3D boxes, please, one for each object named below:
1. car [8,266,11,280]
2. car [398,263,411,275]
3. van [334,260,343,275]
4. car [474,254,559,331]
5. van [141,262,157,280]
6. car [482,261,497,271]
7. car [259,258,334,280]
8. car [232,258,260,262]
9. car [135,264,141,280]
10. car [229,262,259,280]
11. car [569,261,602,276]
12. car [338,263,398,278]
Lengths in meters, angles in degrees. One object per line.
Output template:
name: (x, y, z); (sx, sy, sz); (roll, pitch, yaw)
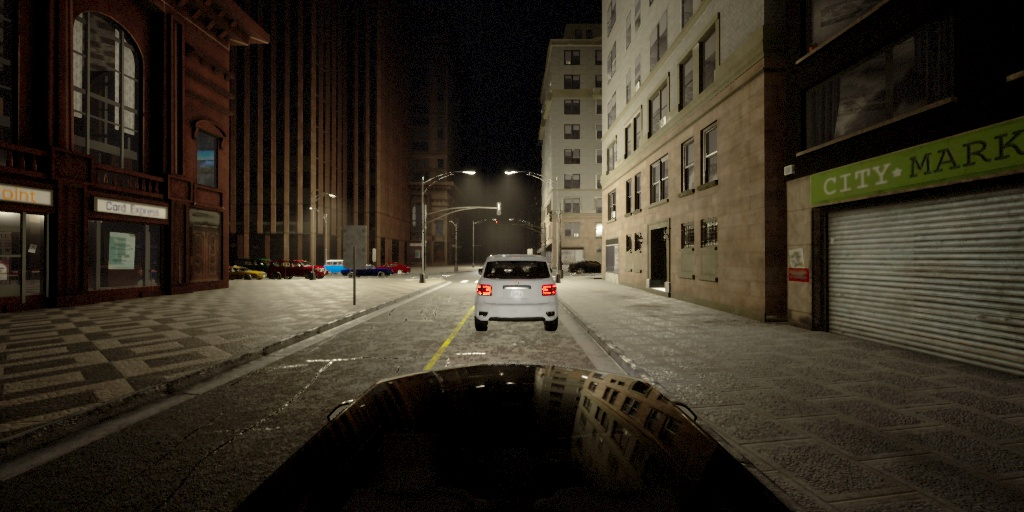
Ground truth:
car: (-47.730, 1.849, 32.898); (4.403, 1.370, 2.007); (0, 0, 0)
car: (-13.960, 1.477, 41.288); (4.507, 1.381, 1.888); (0, 0, 0)
van: (-19.584, 1.340, 41.311); (3.998, 1.789, 1.690); (0, 0, 0)
car: (0.104, 0.974, 11.090); (2.150, 2.045, 5.566); (0, 0, 0)
van: (-30.857, 1.435, 32.830); (3.998, 1.789, 1.690); (0, 0, 0)
car: (-3.068, 1.349, 49.673); (1.895, 1.301, 4.718); (0, 0, 0)
car: (-19.609, 1.273, 32.785); (5.009, 1.841, 2.192); (0, 0, 0)
car: (-24.746, 1.252, 35.374); (5.566, 2.045, 2.150); (0, 0, 0)
car: (-39.148, 1.428, 35.453); (5.566, 2.045, 2.150); (-1, 0, 0)
car: (-25.063, 1.552, 32.807); (4.829, 1.417, 1.751); (0, 0, 0)
car: (7.934, 1.166, 35.202); (4.674, 1.442, 1.812); (-1, 0, 4)
car: (-14.132, 1.506, 35.335); (4.718, 1.301, 1.895); (-1, 0, 0)
